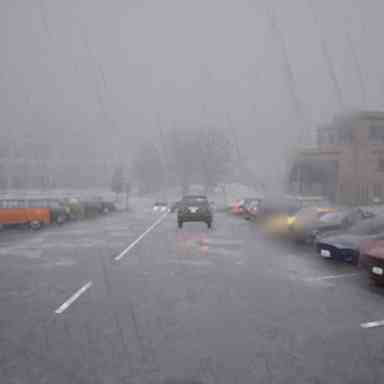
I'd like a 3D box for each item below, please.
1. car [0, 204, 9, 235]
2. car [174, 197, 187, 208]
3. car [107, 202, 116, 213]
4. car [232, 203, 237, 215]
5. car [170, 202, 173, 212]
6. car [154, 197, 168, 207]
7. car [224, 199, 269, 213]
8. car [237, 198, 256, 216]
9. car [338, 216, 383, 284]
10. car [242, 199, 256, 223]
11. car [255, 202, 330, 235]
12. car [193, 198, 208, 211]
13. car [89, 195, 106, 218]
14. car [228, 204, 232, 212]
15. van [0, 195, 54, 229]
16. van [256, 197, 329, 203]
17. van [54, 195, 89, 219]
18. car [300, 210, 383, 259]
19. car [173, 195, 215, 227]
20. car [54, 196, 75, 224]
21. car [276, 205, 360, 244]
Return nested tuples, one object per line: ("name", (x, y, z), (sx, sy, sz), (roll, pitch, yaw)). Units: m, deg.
("car", (-11.280, 1.525, 14.829), (4.892, 1.521, 2.231), (-1, 0, -19))
("car", (-1.643, 1.540, 49.047), (1.812, 1.442, 4.674), (0, 1, -1))
("car", (-10.779, 1.553, 35.835), (5.008, 1.535, 2.097), (-1, 0, -18))
("car", (6.290, 1.530, 28.733), (4.792, 1.488, 2.163), (1, 0, -20))
("car", (-1.514, 1.552, 39.118), (1.837, 1.490, 4.892), (0, 0, -1))
("car", (-4.793, 1.487, 52.513), (2.033, 1.411, 5.357), (0, 2, 0))
("car", (6.178, 1.549, 37.571), (4.674, 1.452, 2.002), (1, 0, -21))
("car", (6.261, 1.371, 25.764), (4.553, 1.767, 2.185), (1, 0, -20))
("car", (6.404, 1.479, 8.132), (5.008, 1.535, 2.097), (1, 0, -20))
("car", (6.321, 1.494, 22.820), (5.008, 1.535, 2.097), (1, 0, -20))
("car", (6.179, 1.482, 16.876), (5.366, 1.575, 1.946), (1, 0, -20))
("car", (1.013, 1.552, 41.855), (1.837, 1.490, 4.892), (0, 0, 0))
("car", (-10.909, 1.293, 29.855), (5.566, 2.045, 2.435), (-1, 0, -18))
("car", (6.208, 1.377, 31.664), (4.553, 1.767, 2.185), (1, 0, -21))
("van", (-11.261, 1.308, 20.797), (4.442, 1.987, 1.878), (-1, 0, -19))
("van", (6.448, 1.267, 19.920), (4.442, 1.987, 1.878), (1, 0, -20))
("van", (-10.900, 1.313, 26.884), (4.442, 1.987, 1.878), (-1, 0, -18))
("car", (6.356, 1.511, 11.059), (4.792, 1.488, 2.163), (1, 0, -20))
("car", (0.362, 1.249, 23.015), (2.150, 2.045, 5.566), (0, 0, 6))
("car", (-11.050, 1.411, 23.849), (4.553, 1.767, 2.185), (-1, 0, -19))
("car", (6.379, 1.485, 14.005), (5.008, 1.535, 2.097), (1, 0, -20))
